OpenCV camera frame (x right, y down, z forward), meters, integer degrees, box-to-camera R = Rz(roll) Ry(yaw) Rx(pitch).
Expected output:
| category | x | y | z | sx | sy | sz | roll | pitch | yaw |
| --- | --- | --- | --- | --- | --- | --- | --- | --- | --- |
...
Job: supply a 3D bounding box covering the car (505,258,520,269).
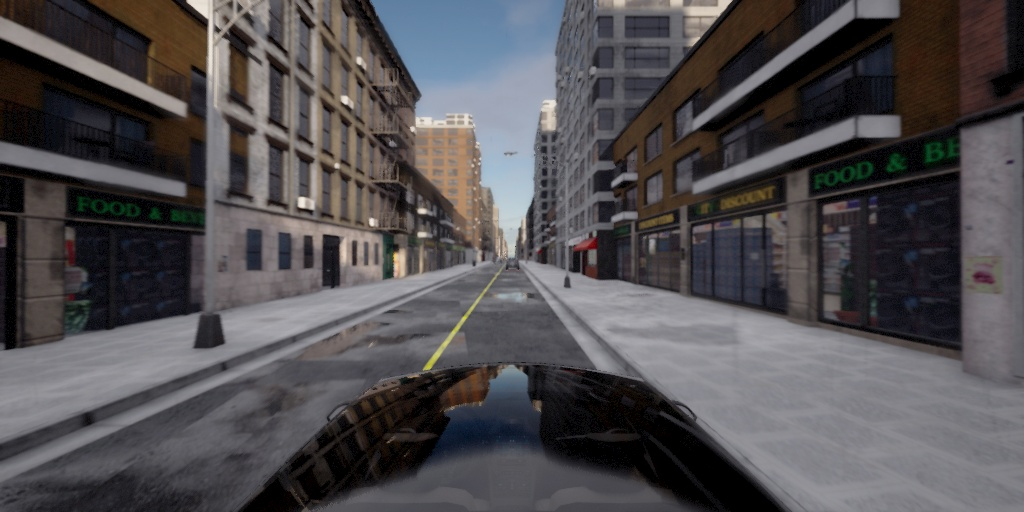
| category | x | y | z | sx | sy | sz | roll | pitch | yaw |
| --- | --- | --- | --- | --- | --- | --- | --- | --- | --- |
| car | 0.104 | 1.091 | 51.265 | 2.128 | 1.511 | 4.902 | 0 | 0 | 0 |
